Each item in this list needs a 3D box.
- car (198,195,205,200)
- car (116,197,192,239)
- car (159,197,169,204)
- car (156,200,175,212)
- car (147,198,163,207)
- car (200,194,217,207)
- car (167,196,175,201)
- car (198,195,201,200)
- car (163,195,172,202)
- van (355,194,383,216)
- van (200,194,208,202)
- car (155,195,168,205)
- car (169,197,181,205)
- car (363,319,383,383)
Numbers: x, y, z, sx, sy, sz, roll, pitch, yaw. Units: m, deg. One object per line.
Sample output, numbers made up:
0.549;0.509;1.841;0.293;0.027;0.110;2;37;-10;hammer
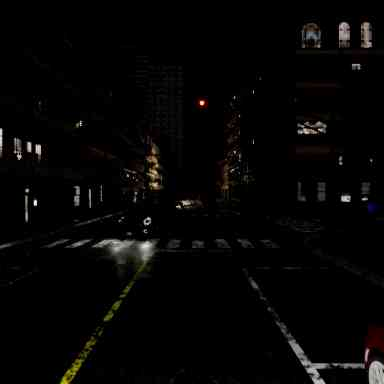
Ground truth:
2.774;1.603;95.021;1.887;1.381;4.507;-1;0;0;car
-1.841;1.351;17.375;2.097;1.767;4.553;0;0;29;car
-5.633;1.609;67.395;1.802;1.307;4.206;-1;0;0;car
-3.063;1.607;39.348;1.895;1.301;4.718;0;0;0;car
-5.650;1.580;50.811;1.947;1.339;4.313;0;0;0;car
2.730;1.454;50.798;1.967;1.590;4.097;-1;0;0;car
-5.611;1.633;89.507;1.802;1.307;4.206;-1;0;0;car
2.747;1.578;67.381;2.008;1.369;4.403;-1;0;0;car
-5.623;1.563;78.281;1.752;1.417;4.829;-1;0;0;car
15.666;1.036;27.357;3.998;1.788;1.690;-1;1;-1;van
2.756;1.379;78.437;1.690;1.788;3.998;-1;0;0;van
-5.640;1.463;61.867;1.967;1.590;4.097;-1;0;0;car
-3.017;1.622;59.943;1.895;1.301;4.718;0;0;0;car
2.682;1.544;1.799;1.887;1.381;4.507;0;0;0;car
